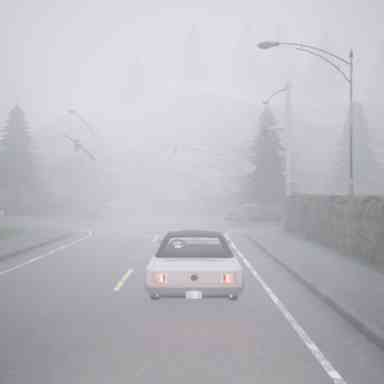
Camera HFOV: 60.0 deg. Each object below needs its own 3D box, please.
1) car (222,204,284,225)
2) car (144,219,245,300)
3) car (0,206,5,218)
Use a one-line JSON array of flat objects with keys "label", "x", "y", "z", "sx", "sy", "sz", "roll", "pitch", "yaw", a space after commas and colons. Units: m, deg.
[{"label": "car", "x": 4.828, "y": 1.565, "z": 23.571, "sx": 5.357, "sy": 1.411, "sz": 2.033, "roll": 0, "pitch": 0, "yaw": 1}, {"label": "car", "x": 0.059, "y": 1.607, "z": 8.340, "sx": 1.895, "sy": 1.301, "sz": 4.718, "roll": 0, "pitch": 0, "yaw": 0}, {"label": "car", "x": -16.563, "y": 1.239, "z": 23.839, "sx": 5.566, "sy": 2.045, "sz": 2.150, "roll": 0, "pitch": 0, "yaw": 1}]
